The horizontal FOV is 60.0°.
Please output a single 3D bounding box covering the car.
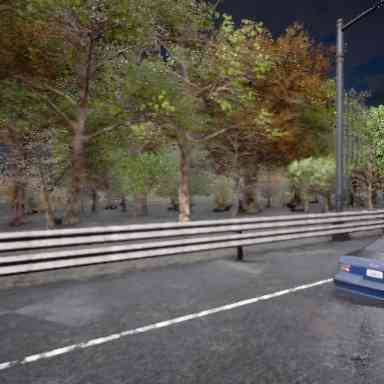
[{"bbox_3d":[5.428,1.565,7.603,5.357,1.411,2.033,0,0,-35],"label":"car"}]
